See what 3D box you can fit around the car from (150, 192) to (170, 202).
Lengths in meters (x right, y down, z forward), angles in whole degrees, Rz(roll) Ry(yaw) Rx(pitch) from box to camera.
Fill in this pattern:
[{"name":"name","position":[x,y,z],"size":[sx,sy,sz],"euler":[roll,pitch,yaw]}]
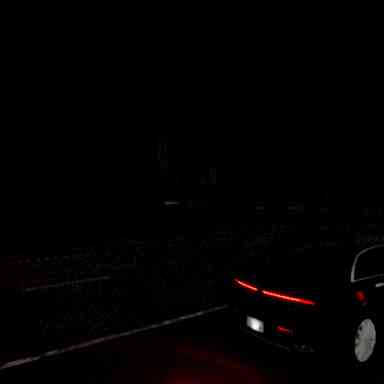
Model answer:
[{"name":"car","position":[-6.583,0.965,65.671],"size":[2.150,2.045,5.566],"euler":[-1,0,-38]}]

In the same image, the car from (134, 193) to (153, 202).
[{"name":"car","position":[-9.418,1.338,63.620],"size":[1.994,1.385,4.181],"euler":[-1,0,-38]}]

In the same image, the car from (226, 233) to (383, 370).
[{"name":"car","position":[2.792,1.487,5.738],"size":[4.892,1.490,1.837],"euler":[0,0,-36]}]

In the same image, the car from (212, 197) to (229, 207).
[{"name":"car","position":[4.669,1.326,45.935],"size":[1.994,1.385,4.181],"euler":[-1,0,-39]}]
